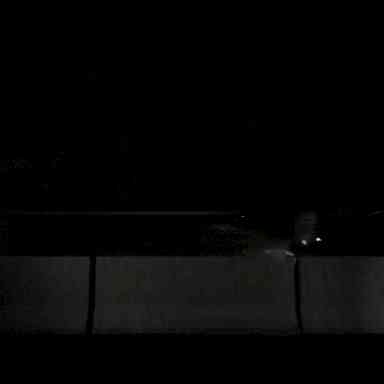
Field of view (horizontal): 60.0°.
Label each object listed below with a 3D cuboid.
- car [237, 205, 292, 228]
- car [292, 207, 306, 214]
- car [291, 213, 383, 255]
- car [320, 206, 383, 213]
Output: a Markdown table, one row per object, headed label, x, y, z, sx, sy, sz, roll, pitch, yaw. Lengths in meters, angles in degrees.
| label | x | y | z | sx | sy | sz | roll | pitch | yaw |
| --- | --- | --- | --- | --- | --- | --- | --- | --- | --- |
| car | 5.342 | 1.574 | 22.210 | 4.674 | 1.442 | 1.812 | 0 | 0 | -1 |
| car | 8.540 | 1.539 | 18.749 | 4.902 | 1.511 | 2.128 | 0 | 0 | -1 |
| car | 5.972 | 1.594 | 11.716 | 4.181 | 1.385 | 1.994 | 0 | 0 | -1 |
| car | 8.233 | 1.532 | 15.245 | 4.902 | 1.511 | 2.128 | 0 | 0 | -1 |
